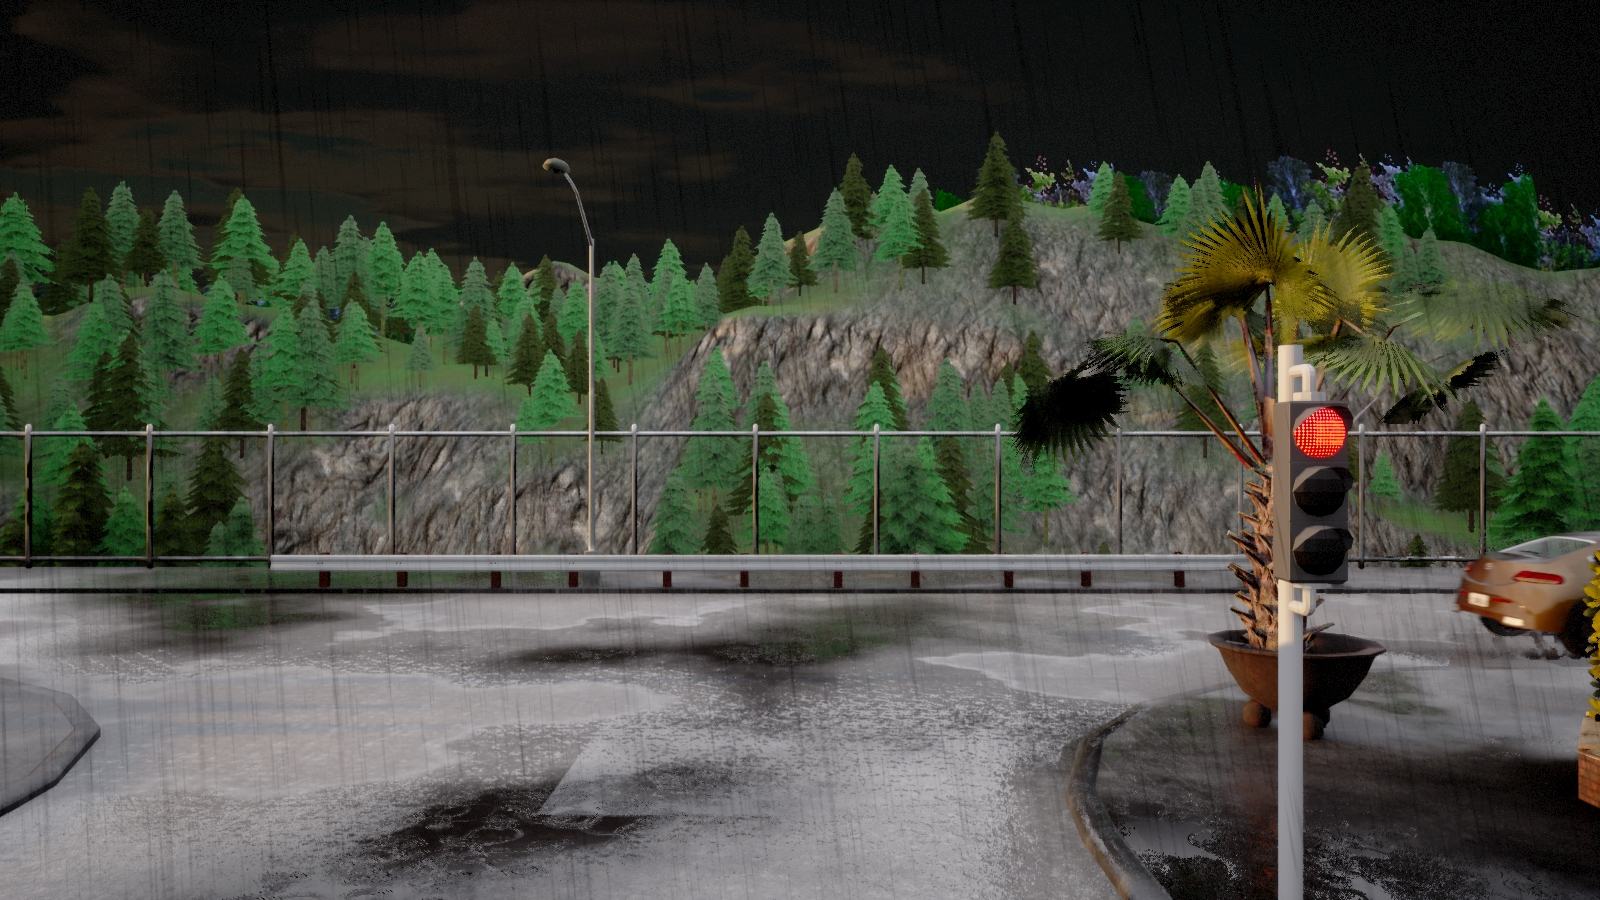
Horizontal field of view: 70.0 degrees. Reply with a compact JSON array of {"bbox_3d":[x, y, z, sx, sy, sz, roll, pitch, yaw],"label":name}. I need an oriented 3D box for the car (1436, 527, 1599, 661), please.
[{"bbox_3d":[12.193,1.992,16.325,5.027,1.651,2.152,0,0,0],"label":"car"}]
